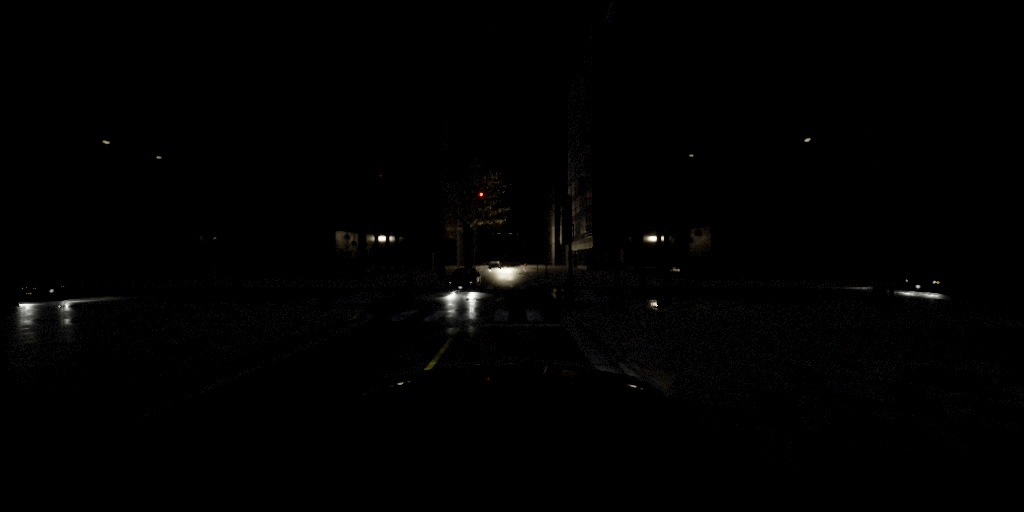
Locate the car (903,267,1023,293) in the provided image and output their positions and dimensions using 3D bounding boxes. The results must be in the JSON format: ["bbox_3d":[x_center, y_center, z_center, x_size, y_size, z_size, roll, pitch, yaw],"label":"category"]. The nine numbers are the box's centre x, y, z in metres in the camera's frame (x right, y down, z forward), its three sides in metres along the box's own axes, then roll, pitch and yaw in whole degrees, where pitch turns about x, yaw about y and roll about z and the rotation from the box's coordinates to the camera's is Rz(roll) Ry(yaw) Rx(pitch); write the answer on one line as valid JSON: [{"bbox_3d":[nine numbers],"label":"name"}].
[{"bbox_3d":[25.636,1.336,20.290,5.357,1.411,2.033,0,0,0],"label":"car"}]

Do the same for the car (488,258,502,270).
[{"bbox_3d":[-3.023,1.418,63.777,2.150,2.045,5.566,0,0,0],"label":"car"}]

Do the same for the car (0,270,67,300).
[{"bbox_3d":[-24.391,1.428,17.095,4.892,1.490,1.837,0,0,0],"label":"car"}]

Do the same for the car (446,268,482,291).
[{"bbox_3d":[-3.017,1.468,23.576,2.033,1.411,5.357,0,0,0],"label":"car"}]
